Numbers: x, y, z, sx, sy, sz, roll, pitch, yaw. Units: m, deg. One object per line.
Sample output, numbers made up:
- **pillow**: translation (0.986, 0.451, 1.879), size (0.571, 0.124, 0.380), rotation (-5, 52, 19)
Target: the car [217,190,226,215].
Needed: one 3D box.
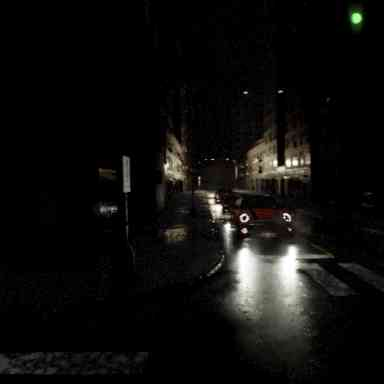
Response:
- **car**: translation (3.078, 0.839, 24.200), size (1.994, 1.385, 4.181), rotation (-1, 2, 2)

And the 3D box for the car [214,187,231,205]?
- **car**: translation (3.373, 0.342, 34.354), size (2.097, 1.767, 4.553), rotation (-1, 2, 2)

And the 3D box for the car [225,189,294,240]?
- **car**: translation (2.786, 0.904, 14.216), size (2.097, 1.767, 4.553), rotation (-1, 2, 2)
